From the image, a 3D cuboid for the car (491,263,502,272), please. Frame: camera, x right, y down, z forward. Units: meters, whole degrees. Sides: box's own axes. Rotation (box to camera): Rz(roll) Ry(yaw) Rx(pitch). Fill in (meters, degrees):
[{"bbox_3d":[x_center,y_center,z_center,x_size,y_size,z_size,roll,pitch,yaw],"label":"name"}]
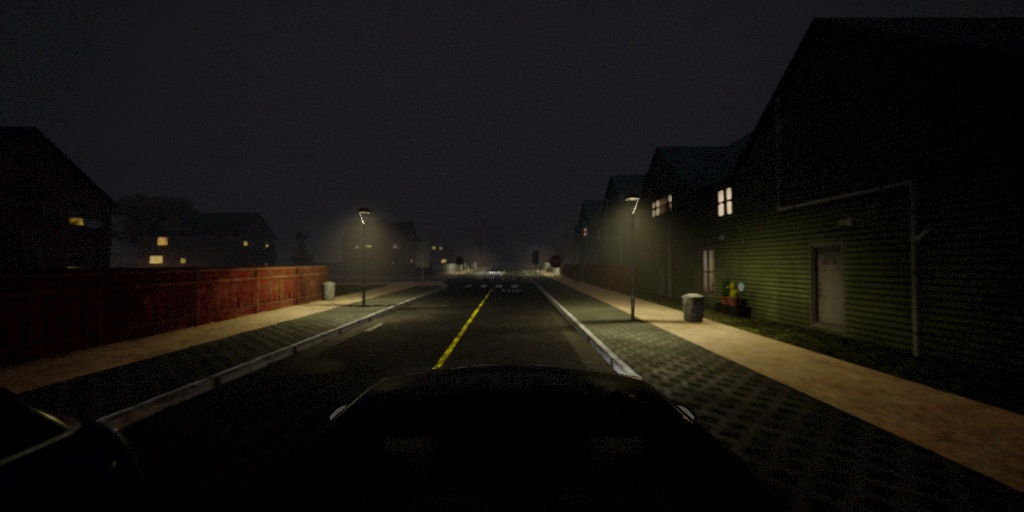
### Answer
[{"bbox_3d":[-2.767,1.926,63.640,2.128,1.511,4.902,0,-1,0],"label":"car"}]
